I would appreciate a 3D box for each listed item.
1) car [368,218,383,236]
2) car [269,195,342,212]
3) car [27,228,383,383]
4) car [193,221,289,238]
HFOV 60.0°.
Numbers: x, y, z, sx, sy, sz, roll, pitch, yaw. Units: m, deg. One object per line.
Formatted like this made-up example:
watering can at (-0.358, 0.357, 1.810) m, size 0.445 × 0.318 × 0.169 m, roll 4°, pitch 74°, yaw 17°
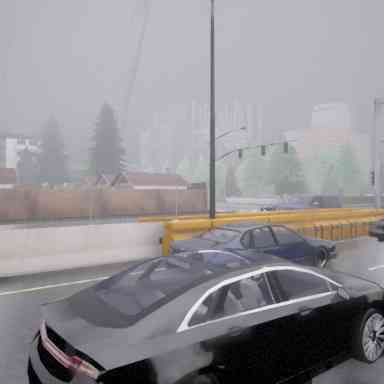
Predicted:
car at (10.200, 1.548, 15.262) m, size 5.357 × 1.411 × 2.033 m, roll 0°, pitch 0°, yaw -35°
car at (7.823, 1.226, 22.309) m, size 5.566 × 2.045 × 2.150 m, roll 1°, pitch 0°, yaw -35°
car at (0.654, 1.492, 4.204) m, size 4.902 × 1.511 × 2.128 m, roll 0°, pitch 0°, yaw -35°
car at (1.850, 1.547, 9.347) m, size 5.357 × 1.411 × 2.033 m, roll 0°, pitch 0°, yaw -35°
